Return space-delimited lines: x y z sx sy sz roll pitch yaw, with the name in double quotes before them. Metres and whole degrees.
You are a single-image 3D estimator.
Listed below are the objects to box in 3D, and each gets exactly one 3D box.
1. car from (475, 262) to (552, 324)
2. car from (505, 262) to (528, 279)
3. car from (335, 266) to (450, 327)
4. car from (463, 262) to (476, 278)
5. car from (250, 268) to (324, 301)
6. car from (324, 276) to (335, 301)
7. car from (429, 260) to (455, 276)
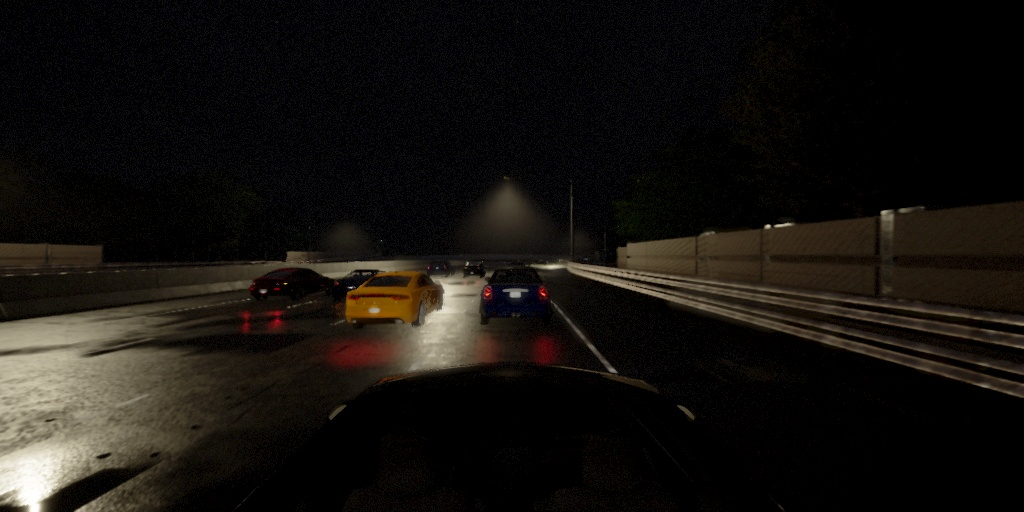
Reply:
"car" 0.103 1.115 12.238 2.097 1.767 4.553 0 0 0
"car" 0.517 1.309 33.620 1.812 1.442 4.674 0 0 5
"car" -3.497 1.240 11.601 1.882 1.535 5.008 0 0 0
"car" -3.491 1.281 34.019 2.128 1.511 4.902 0 0 0
"car" -10.383 1.294 17.286 1.812 1.442 4.674 0 0 0
"car" -6.895 1.333 17.364 1.994 1.385 4.181 0 0 0
"car" -6.891 1.143 35.094 2.097 1.767 4.553 0 0 0
